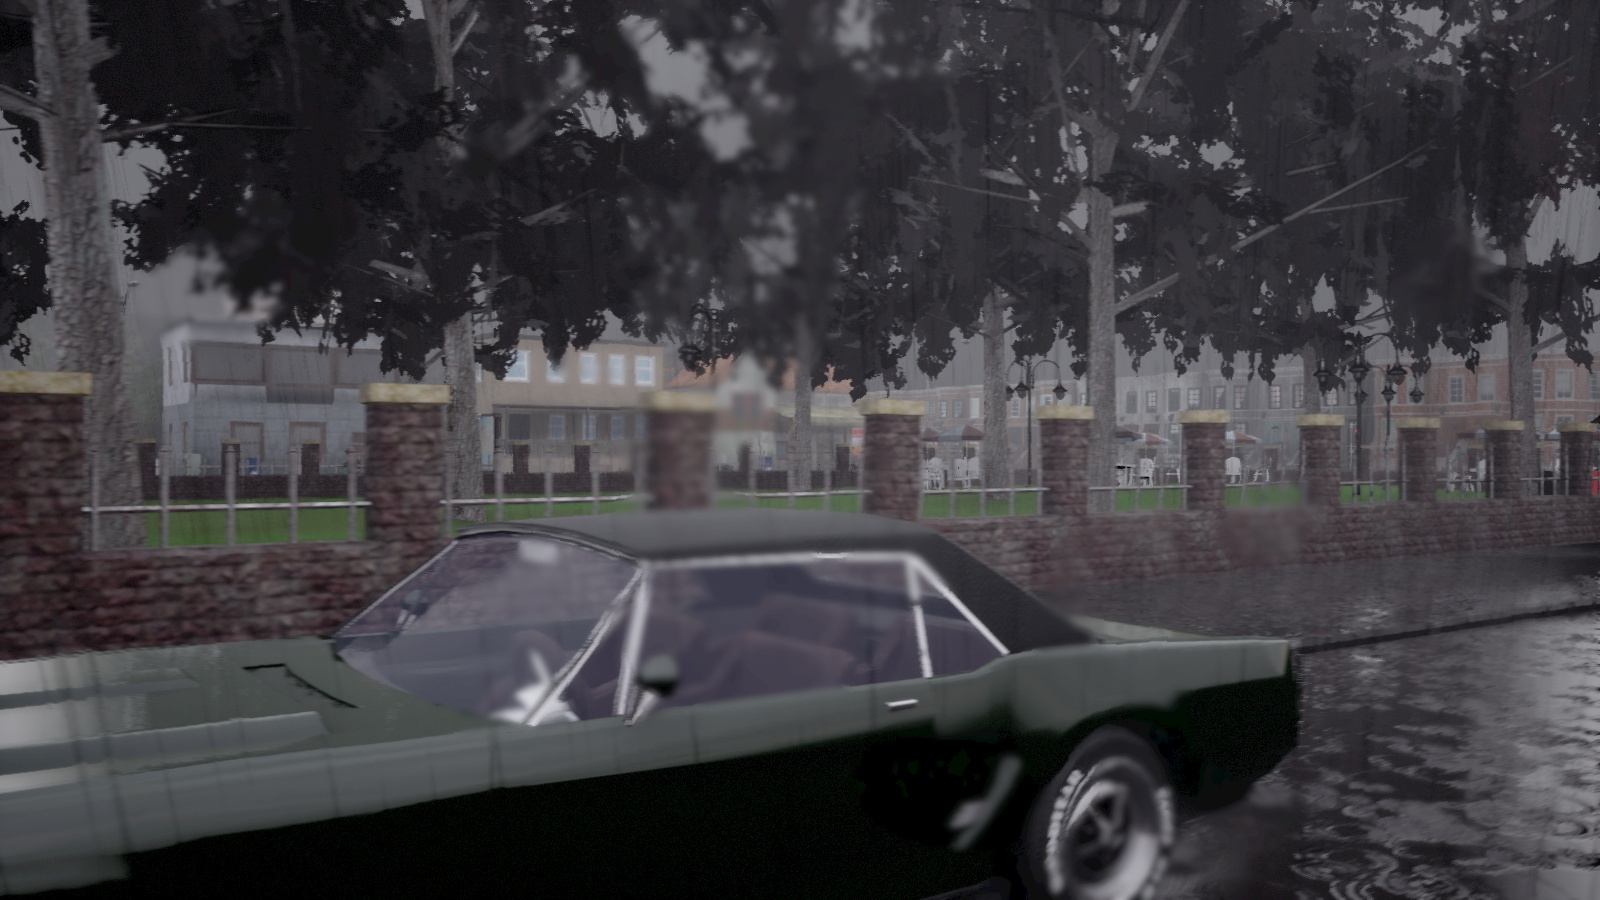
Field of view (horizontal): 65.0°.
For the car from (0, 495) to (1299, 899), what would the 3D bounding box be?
[{"bbox_3d":[-0.770,0.856,3.732,4.718,1.301,1.895,0,0,-35],"label":"car"}]
